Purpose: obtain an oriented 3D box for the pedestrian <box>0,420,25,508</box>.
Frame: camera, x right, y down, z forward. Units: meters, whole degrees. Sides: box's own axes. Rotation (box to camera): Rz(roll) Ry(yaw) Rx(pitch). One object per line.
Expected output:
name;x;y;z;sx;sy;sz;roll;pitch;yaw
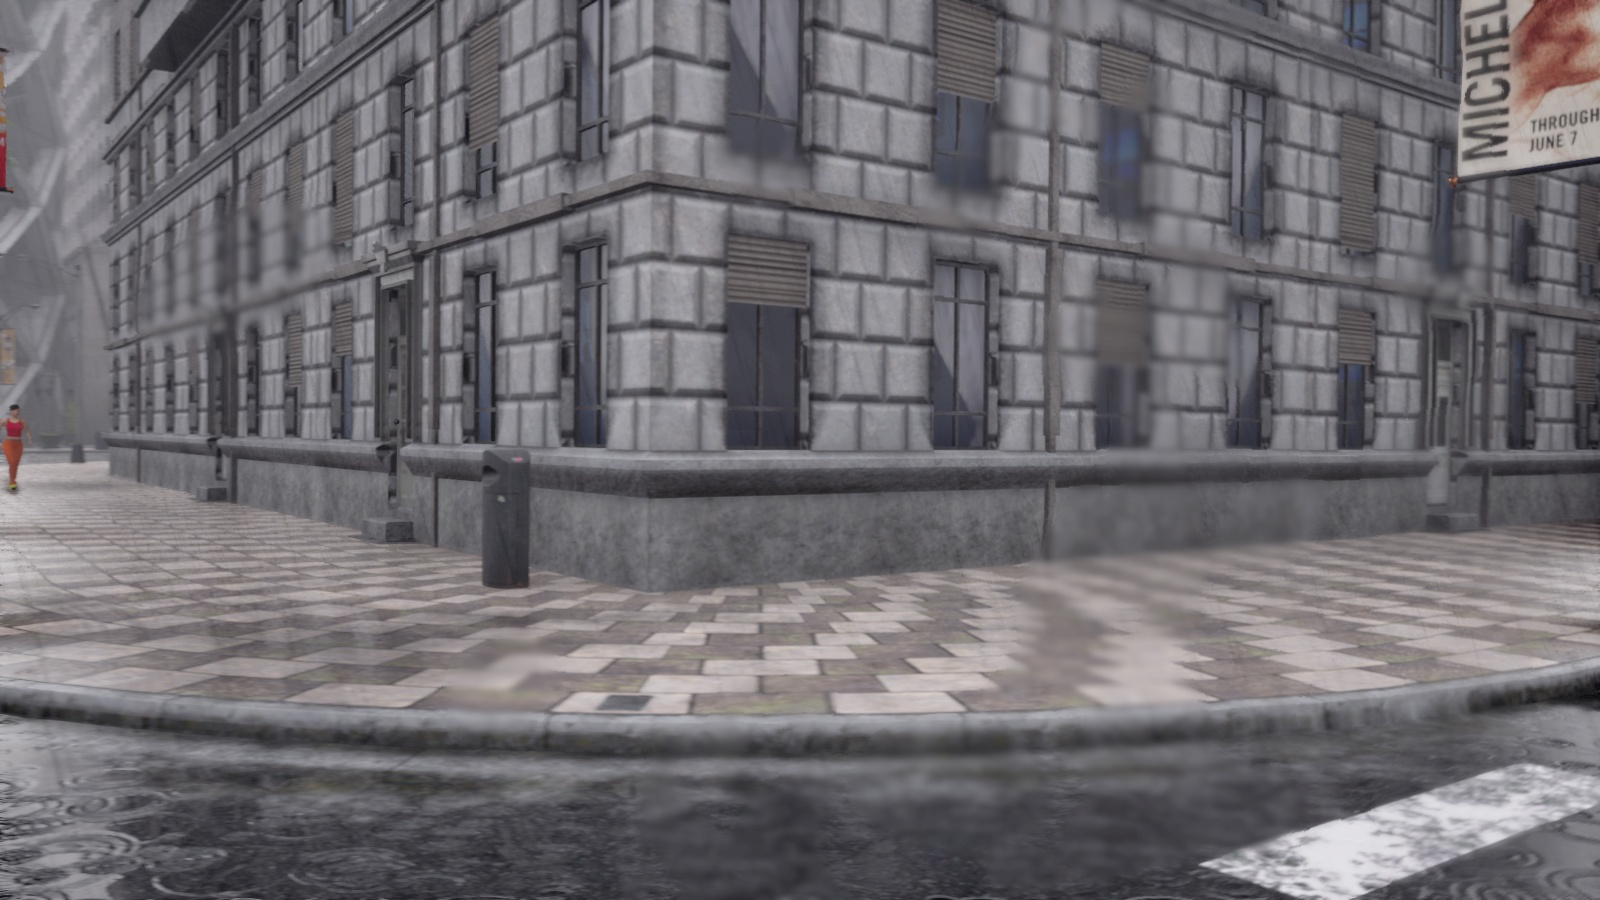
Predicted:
pedestrian;-16.589;0.283;26.388;0.594;1.836;0.345;0;1;42
